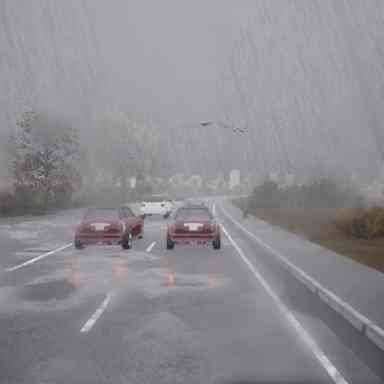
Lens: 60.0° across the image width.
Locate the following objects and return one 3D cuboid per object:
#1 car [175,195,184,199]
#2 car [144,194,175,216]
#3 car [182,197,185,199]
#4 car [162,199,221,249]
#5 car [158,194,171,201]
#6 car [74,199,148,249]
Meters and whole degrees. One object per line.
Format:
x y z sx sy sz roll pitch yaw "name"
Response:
-2.804 1.445 76.932 1.994 1.385 4.181 0 0 7 "car"
-3.096 1.255 29.604 2.150 2.045 5.566 0 0 2 "car"
0.401 1.492 29.457 2.128 1.511 4.902 0 0 2 "car"
0.076 1.363 14.544 2.097 1.767 4.553 0 0 1 "car"
-6.268 1.246 77.431 2.097 1.767 4.553 0 0 7 "car"
-3.424 1.363 14.585 2.097 1.767 4.553 0 0 1 "car"
